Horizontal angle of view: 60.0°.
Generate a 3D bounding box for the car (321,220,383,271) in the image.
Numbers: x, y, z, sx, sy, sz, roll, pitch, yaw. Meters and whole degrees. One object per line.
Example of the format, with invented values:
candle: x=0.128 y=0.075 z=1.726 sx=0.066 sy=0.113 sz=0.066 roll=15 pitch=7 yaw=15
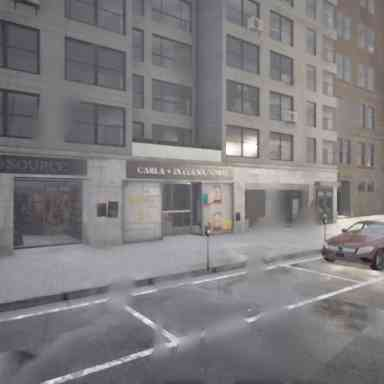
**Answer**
car: x=5.974 y=1.580 z=10.837 sx=4.206 sy=1.307 sz=1.802 roll=0 pitch=0 yaw=-36
